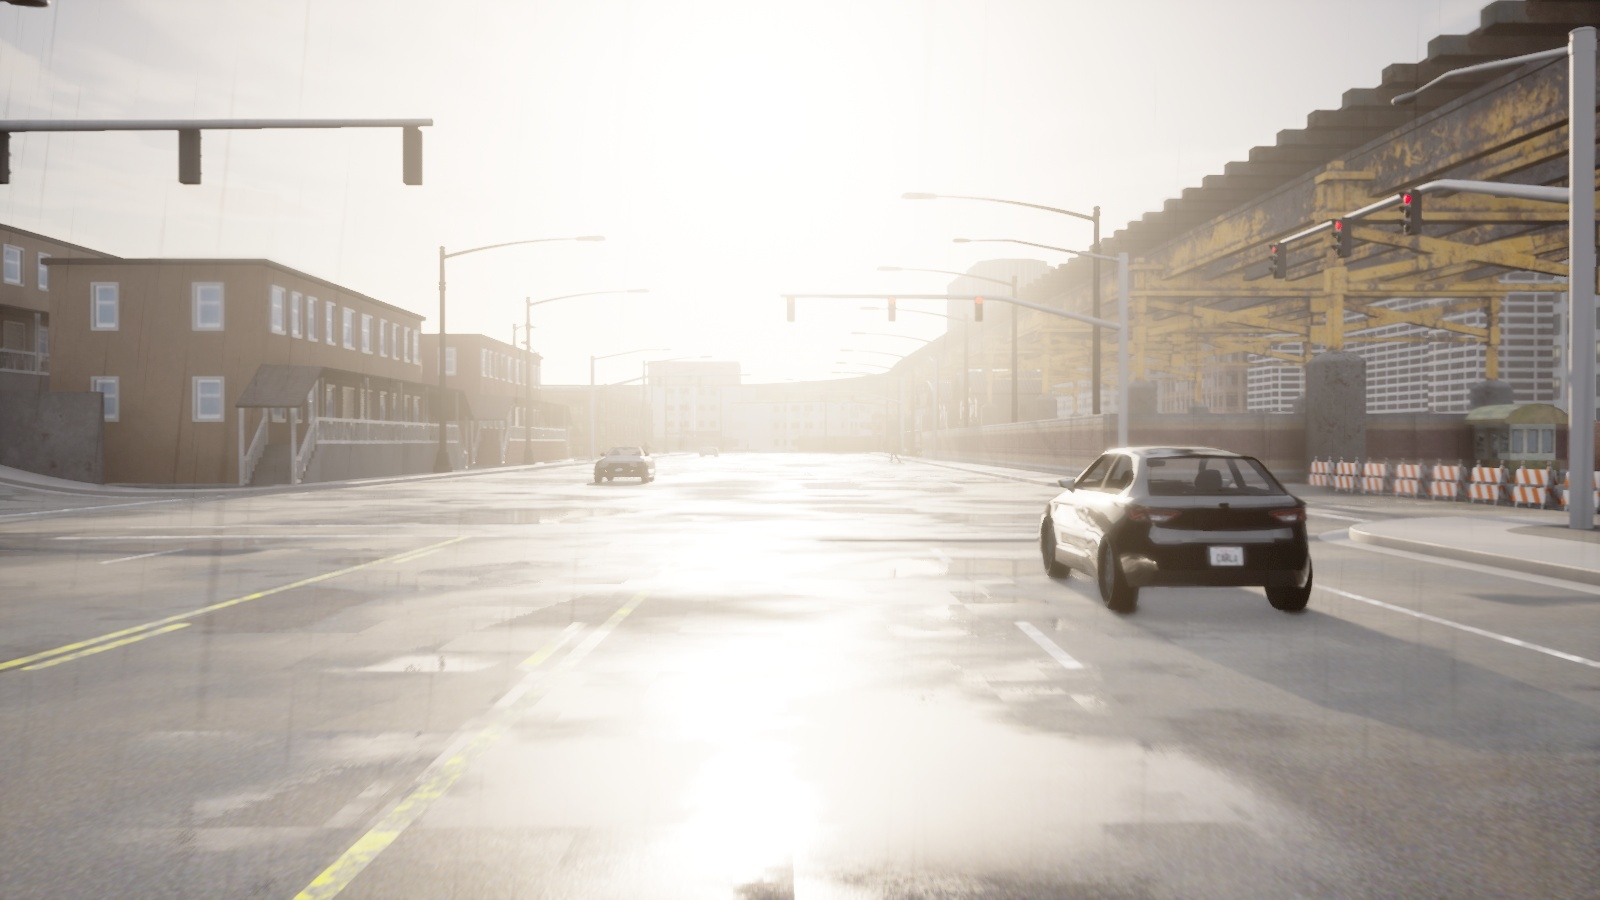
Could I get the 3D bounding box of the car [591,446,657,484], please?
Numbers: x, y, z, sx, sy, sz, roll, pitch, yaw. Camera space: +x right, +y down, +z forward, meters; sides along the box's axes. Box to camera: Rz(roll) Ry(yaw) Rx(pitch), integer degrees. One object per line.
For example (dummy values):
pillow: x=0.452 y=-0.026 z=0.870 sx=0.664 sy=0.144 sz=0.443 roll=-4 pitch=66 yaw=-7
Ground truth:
car: x=-6.721 y=0.533 z=48.394 sx=1.994 sy=1.385 sz=4.181 roll=0 pitch=0 yaw=0

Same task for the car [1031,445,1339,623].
car: x=3.585 y=0.692 z=12.540 sx=1.816 sy=1.474 sz=4.193 roll=0 pitch=0 yaw=0
